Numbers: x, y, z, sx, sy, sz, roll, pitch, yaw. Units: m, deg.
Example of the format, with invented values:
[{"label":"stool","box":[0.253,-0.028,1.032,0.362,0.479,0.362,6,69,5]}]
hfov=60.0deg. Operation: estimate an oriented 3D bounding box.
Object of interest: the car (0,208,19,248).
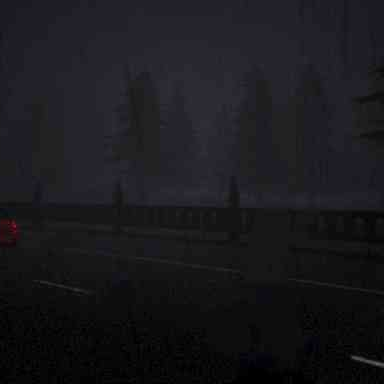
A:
[{"label":"car","box":[-9.034,1.334,13.085,4.553,1.767,2.097,0,0,27]}]
